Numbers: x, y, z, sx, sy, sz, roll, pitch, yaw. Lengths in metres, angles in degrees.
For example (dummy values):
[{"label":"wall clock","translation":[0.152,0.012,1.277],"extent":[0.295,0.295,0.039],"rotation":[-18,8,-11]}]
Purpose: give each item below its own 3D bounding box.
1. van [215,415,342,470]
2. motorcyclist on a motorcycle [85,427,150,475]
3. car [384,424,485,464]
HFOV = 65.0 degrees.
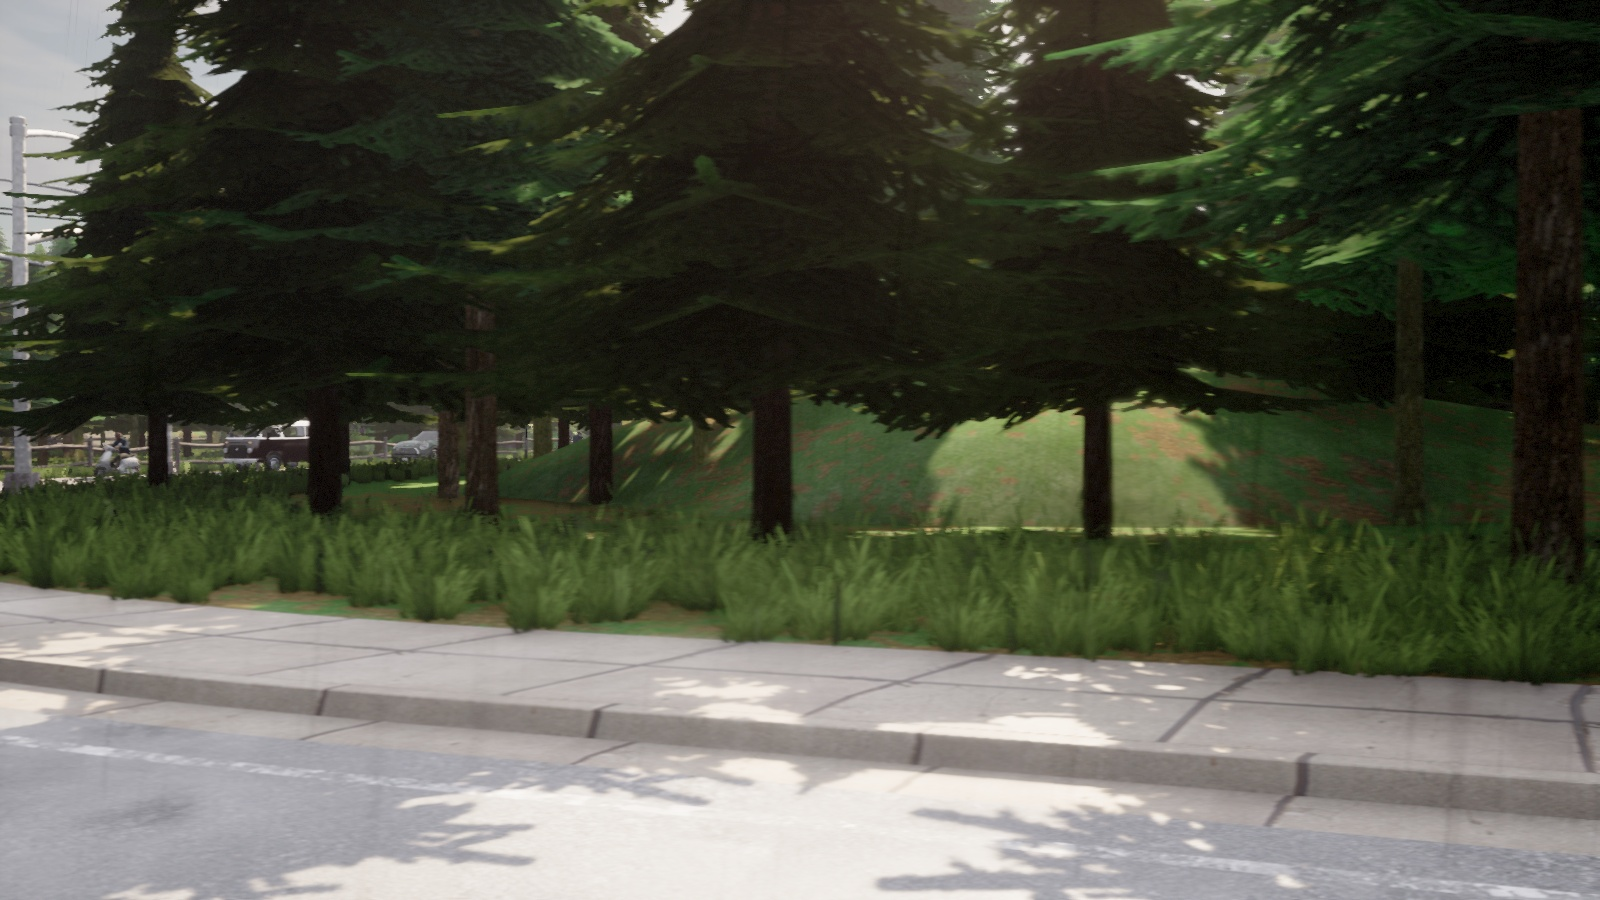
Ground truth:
[{"label":"van","translation":[-20.511,-0.316,49.573],"extent":[2.069,2.038,4.480],"rotation":[1,1,22]},{"label":"motorcyclist on a motorcycle","translation":[-23.252,0.011,42.794],"extent":[0.866,1.590,1.817],"rotation":[1,1,21]},{"label":"car","translation":[-16.916,-0.306,58.339],"extent":[2.097,1.767,4.553],"rotation":[1,1,22]}]
